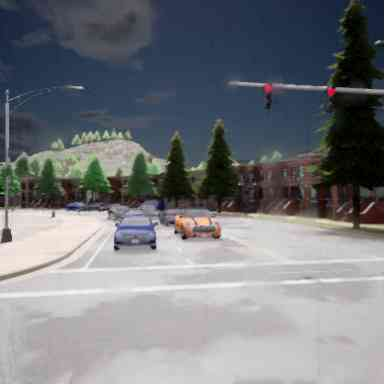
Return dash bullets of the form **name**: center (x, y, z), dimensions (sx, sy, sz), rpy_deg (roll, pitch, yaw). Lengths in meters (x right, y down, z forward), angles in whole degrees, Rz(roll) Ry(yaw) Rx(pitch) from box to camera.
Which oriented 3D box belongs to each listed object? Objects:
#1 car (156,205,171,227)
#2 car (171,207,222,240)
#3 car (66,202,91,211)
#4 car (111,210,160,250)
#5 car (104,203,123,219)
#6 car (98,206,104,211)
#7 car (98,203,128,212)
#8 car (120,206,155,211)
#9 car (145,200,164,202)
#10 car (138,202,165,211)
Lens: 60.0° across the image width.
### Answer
- **car**: center (-1.474, 2.105, 28.063), dimensions (1.994, 1.385, 4.181), rpy_deg (0, -1, -15)
- **car**: center (0.248, 1.725, 19.600), dimensions (2.097, 1.767, 4.553), rpy_deg (0, -1, -10)
- **car**: center (-16.285, 2.177, 47.637), dimensions (5.008, 1.535, 1.882), rpy_deg (-1, -1, 43)
- **car**: center (-2.687, 1.848, 16.141), dimensions (1.812, 1.442, 4.674), rpy_deg (0, -1, -8)
- **car**: center (-7.630, 2.211, 35.345), dimensions (1.837, 1.490, 4.892), rpy_deg (0, -1, -26)
- **car**: center (-13.902, 2.288, 50.199), dimensions (4.181, 1.385, 1.994), rpy_deg (-1, -1, 43)
- **car**: center (-14.094, 2.739, 59.371), dimensions (5.357, 1.411, 2.033), rpy_deg (-1, -1, 34)
- **car**: center (-4.316, 2.055, 25.550), dimensions (2.033, 1.411, 5.357), rpy_deg (0, -1, -12)
- **car**: center (-6.393, 2.243, 52.345), dimensions (2.150, 2.045, 5.566), rpy_deg (1, -1, -42)
- **car**: center (-4.952, 2.232, 37.716), dimensions (2.128, 1.511, 4.902), rpy_deg (0, -1, -28)
